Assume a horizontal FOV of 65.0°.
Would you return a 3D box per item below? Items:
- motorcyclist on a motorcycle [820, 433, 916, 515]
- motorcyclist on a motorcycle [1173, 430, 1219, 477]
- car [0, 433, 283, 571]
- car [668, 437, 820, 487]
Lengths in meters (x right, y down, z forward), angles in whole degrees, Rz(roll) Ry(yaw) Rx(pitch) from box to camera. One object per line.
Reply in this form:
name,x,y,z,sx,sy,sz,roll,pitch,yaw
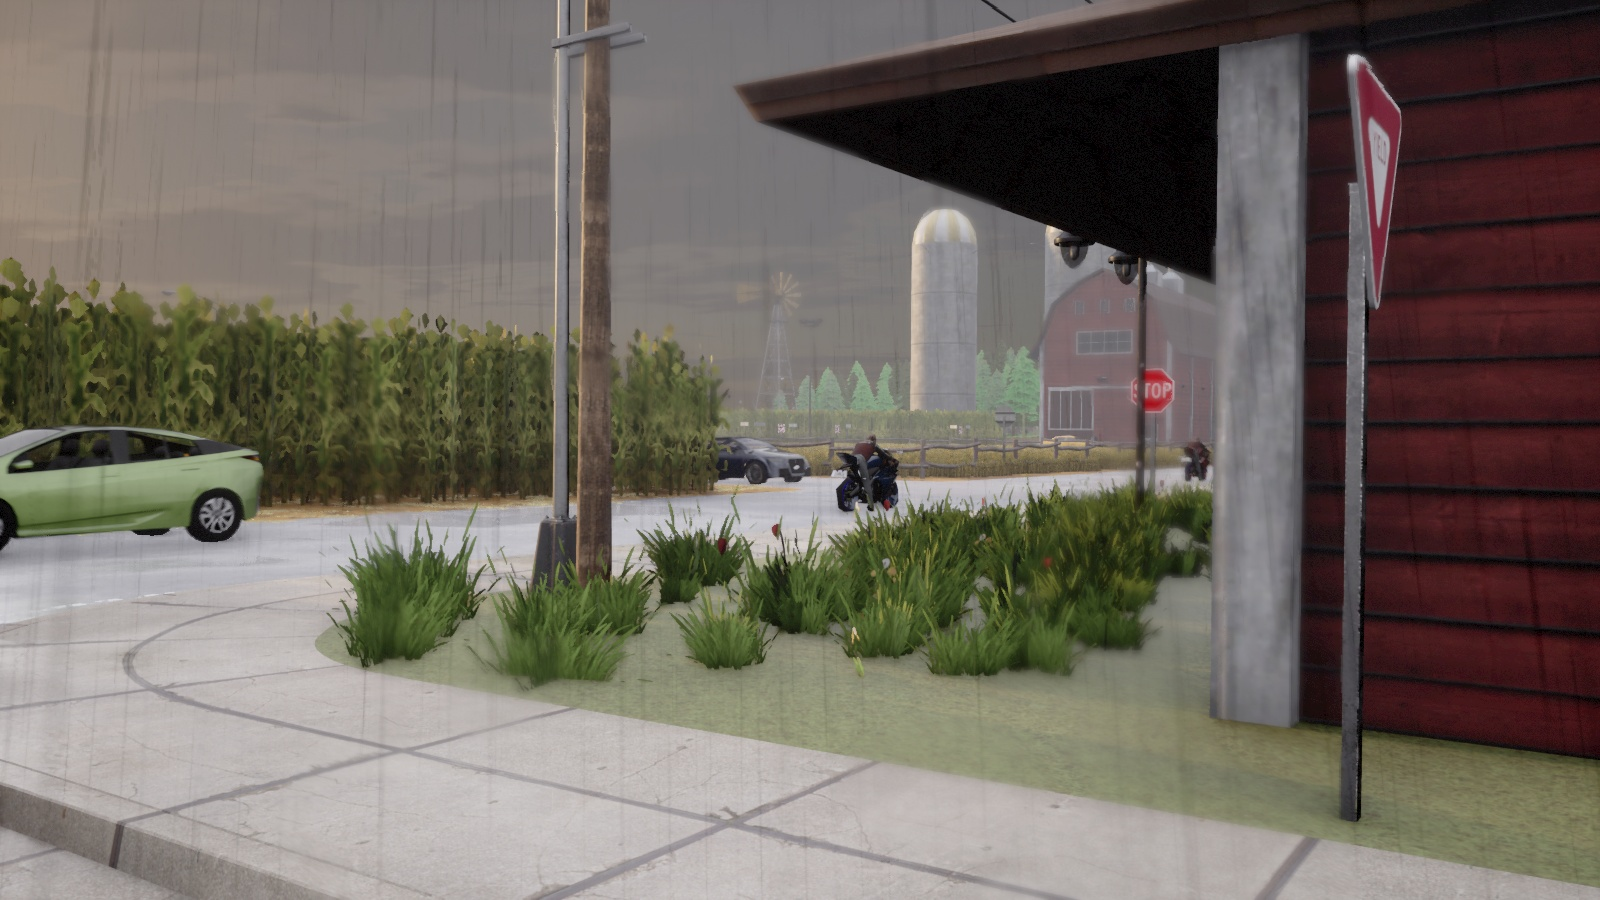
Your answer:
motorcyclist on a motorcycle,1.372,0.443,24.773,0.866,1.530,2.191,0,1,35
motorcyclist on a motorcycle,13.322,0.097,42.181,0.866,1.530,2.191,0,1,34
car,-9.110,0.573,15.681,2.007,1.525,4.514,0,1,34
car,-1.709,0.324,37.590,4.181,1.385,1.994,0,1,35
